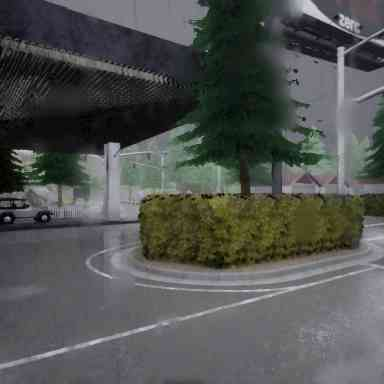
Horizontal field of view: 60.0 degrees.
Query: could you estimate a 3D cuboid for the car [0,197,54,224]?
[{"bbox_3d":[-11.986,1.313,23.463,3.866,1.878,1.905,0,0,-36],"label":"car"}]
